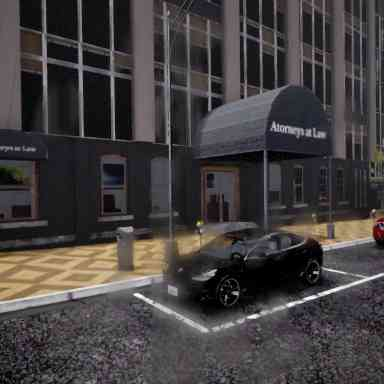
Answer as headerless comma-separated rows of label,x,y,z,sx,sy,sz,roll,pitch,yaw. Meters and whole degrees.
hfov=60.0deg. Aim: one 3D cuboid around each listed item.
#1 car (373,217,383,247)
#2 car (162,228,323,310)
car,9.633,1.310,14.045,5.009,1.841,2.192,0,-1,-37
car,1.360,1.564,7.838,4.313,1.339,1.947,0,-1,-37
